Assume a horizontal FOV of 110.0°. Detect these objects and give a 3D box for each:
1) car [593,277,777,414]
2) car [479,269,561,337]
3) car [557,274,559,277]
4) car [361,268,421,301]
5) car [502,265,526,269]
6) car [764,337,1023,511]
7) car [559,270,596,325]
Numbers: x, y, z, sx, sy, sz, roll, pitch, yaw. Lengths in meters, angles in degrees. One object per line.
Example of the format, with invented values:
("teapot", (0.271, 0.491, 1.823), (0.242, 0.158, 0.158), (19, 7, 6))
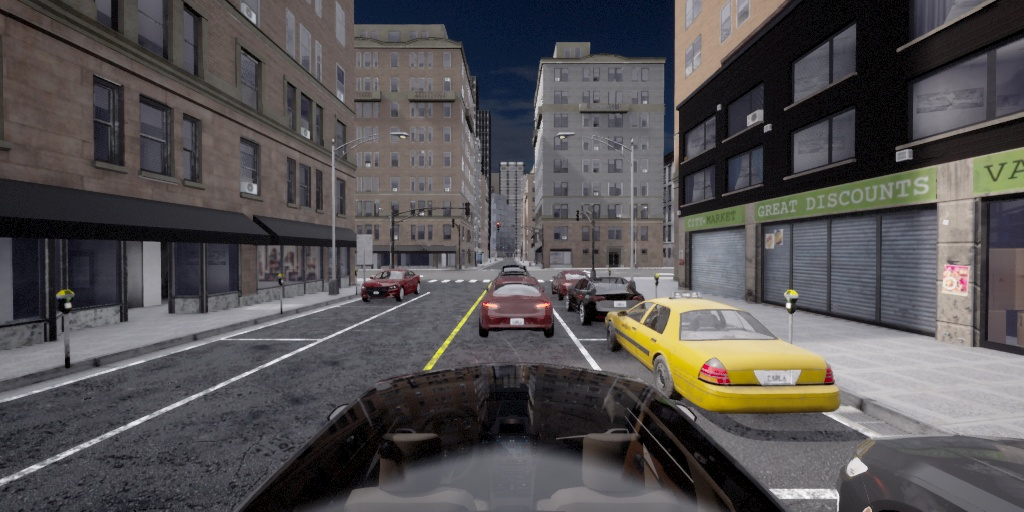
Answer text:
("car", (2.878, 1.274, 6.187), (1.751, 1.417, 4.829), (0, 0, 0))
("car", (0.102, 1.273, 10.167), (1.812, 1.442, 4.674), (0, 0, 0))
("car", (2.889, 1.327, 17.189), (1.802, 1.307, 4.207), (0, 0, 0))
("car", (-5.656, 1.290, 17.195), (1.888, 1.381, 4.507), (0, 0, 0))
("car", (0.116, 1.248, 20.446), (1.837, 1.490, 4.892), (0, 0, 0))
("car", (2.872, 1.301, 0.431), (2.007, 1.370, 4.403), (0, 0, 0))
("car", (2.884, 1.313, 11.603), (1.948, 1.339, 4.313), (0, 0, 0))
